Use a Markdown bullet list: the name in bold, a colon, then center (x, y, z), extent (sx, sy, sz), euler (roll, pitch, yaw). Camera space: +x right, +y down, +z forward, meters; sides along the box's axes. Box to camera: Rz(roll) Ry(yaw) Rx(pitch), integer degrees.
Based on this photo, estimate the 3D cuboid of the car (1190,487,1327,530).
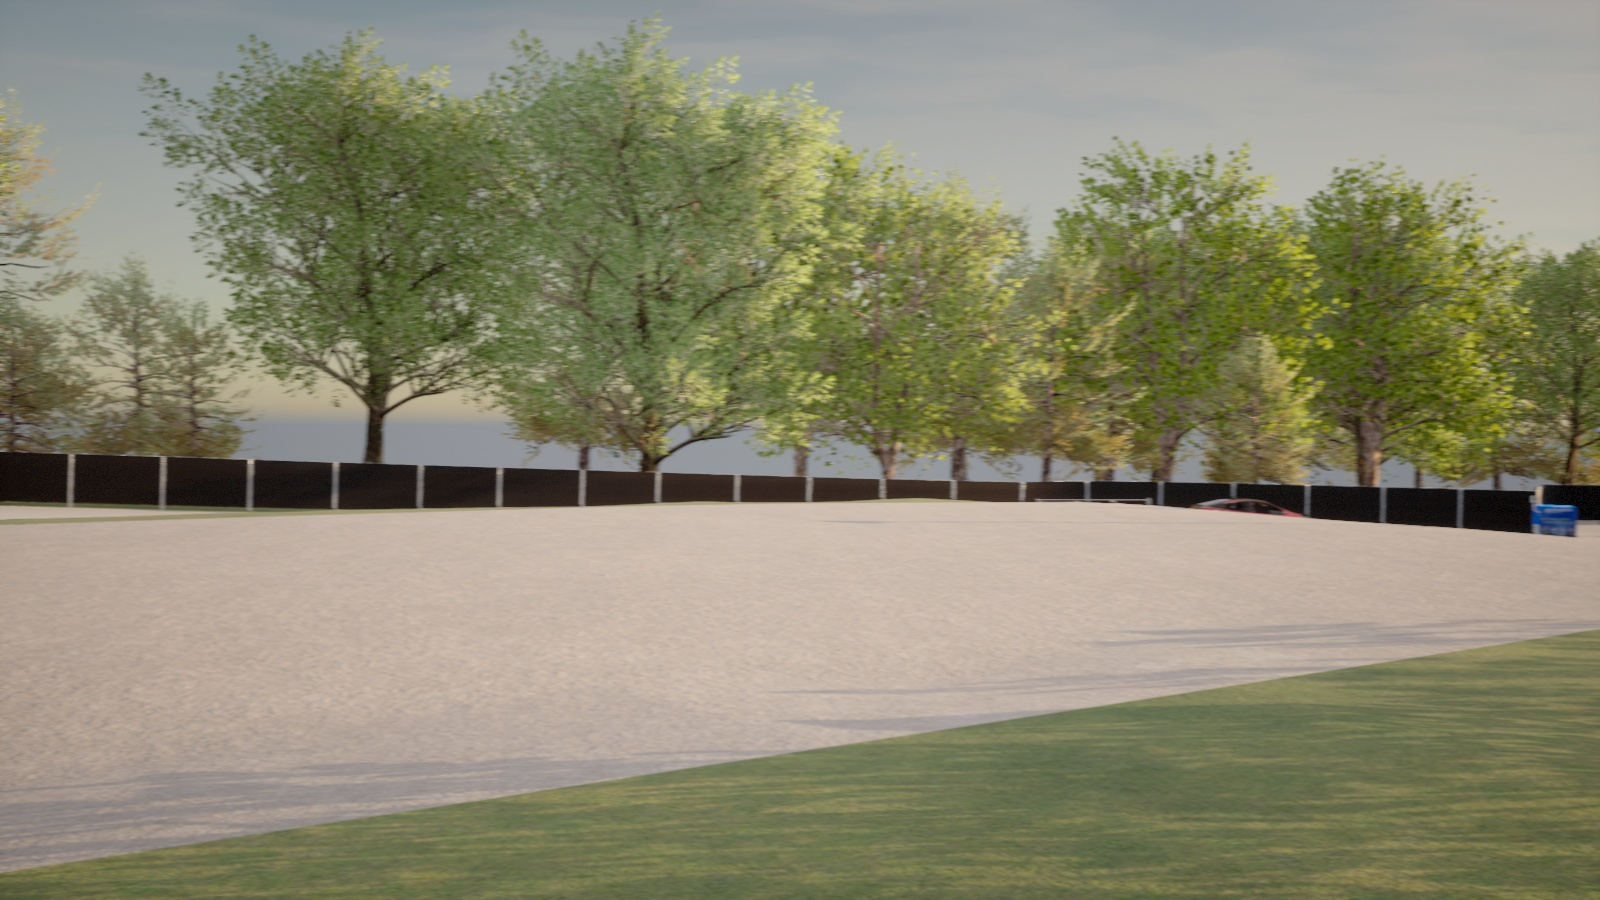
- **car**: center (17.617, 2.229, 48.398), extent (4.514, 1.525, 2.007), euler (0, 1, 0)
